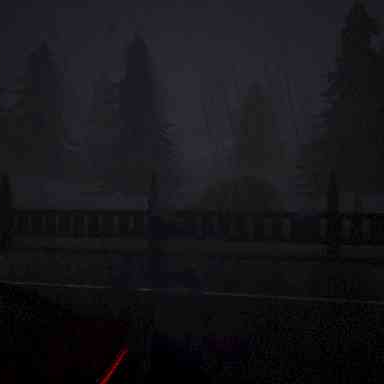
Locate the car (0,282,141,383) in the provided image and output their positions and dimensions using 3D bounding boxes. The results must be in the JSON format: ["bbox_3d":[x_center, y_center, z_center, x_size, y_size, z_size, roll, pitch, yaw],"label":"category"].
[{"bbox_3d":[-2.938,1.476,2.755,5.008,1.535,1.882,0,0,10],"label":"car"}]
